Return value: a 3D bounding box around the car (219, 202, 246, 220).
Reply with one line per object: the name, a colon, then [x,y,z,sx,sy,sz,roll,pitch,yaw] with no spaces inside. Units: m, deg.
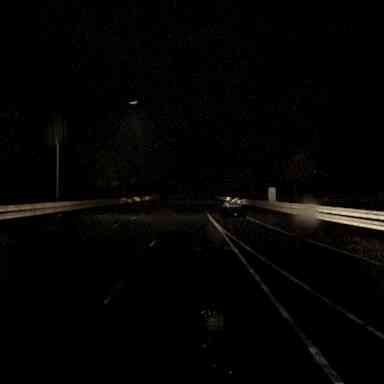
car: [3.515,1.634,29.403,2.128,1.511,4.902,0,0,-1]
